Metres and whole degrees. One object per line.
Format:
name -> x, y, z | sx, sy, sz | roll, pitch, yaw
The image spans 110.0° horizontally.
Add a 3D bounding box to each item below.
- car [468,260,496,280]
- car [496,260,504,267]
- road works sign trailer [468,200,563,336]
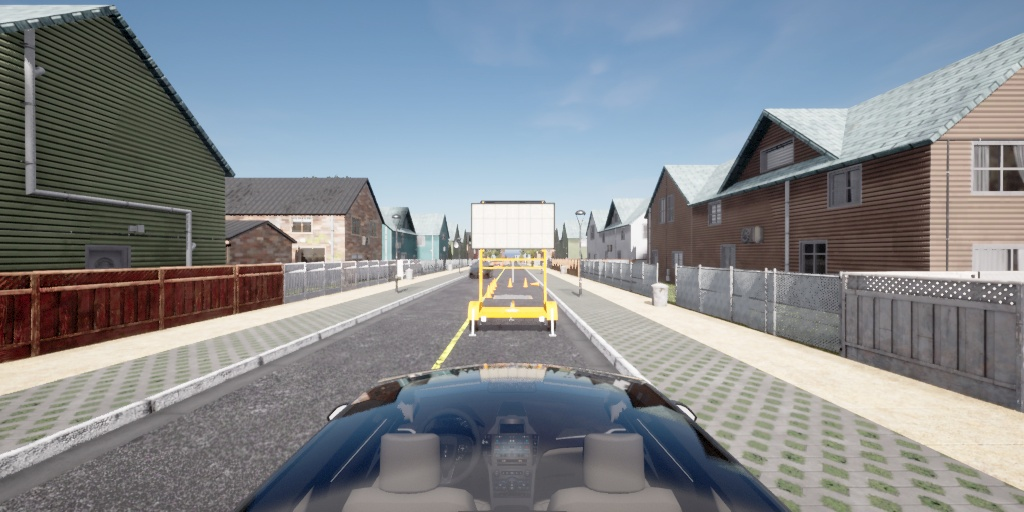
car -> -2.776, 1.271, 32.441 | 1.882, 1.535, 5.008 | 0, 0, 0
car -> -2.602, 1.323, 64.411 | 2.097, 1.767, 4.553 | 0, 0, 0
road works sign trailer -> 0.029, 0.215, 10.350 | 2.380, 3.560, 2.880 | 0, 0, 1
